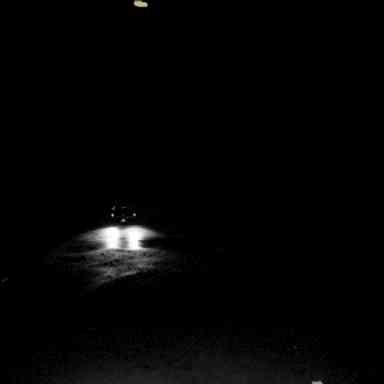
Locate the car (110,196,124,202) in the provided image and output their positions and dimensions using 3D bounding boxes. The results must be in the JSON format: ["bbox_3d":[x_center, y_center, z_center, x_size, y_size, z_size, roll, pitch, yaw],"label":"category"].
[{"bbox_3d":[-14.253,1.984,64.366,1.882,1.535,5.008,-1,0,-18],"label":"car"}]

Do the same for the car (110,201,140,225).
[{"bbox_3d":[-4.784,1.592,24.079,1.895,1.301,4.718,-1,0,-7],"label":"car"}]
